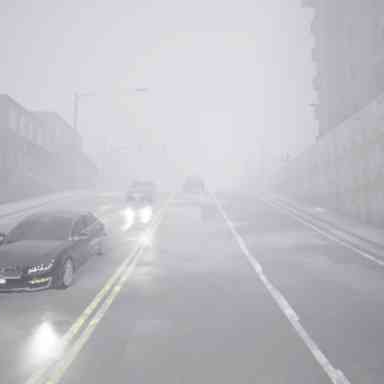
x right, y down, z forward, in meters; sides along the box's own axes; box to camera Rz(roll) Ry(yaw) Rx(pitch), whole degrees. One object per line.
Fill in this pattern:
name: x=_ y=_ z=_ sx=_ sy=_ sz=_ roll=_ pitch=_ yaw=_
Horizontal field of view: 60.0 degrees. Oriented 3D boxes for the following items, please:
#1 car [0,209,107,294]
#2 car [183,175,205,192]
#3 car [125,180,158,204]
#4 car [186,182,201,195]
car: x=-3.584 y=1.285 z=8.681 sx=1.837 sy=1.490 sz=4.892 roll=0 pitch=3 yaw=0
car: x=0.161 y=-0.915 z=33.077 sx=2.097 sy=1.767 sz=4.553 roll=0 pitch=2 yaw=0
car: x=-3.550 y=-0.098 z=24.001 sx=2.128 sy=1.511 sz=4.902 roll=0 pitch=5 yaw=0
car: x=0.141 y=-0.421 z=43.672 sx=1.895 sy=1.301 sz=4.718 roll=0 pitch=-4 yaw=0
